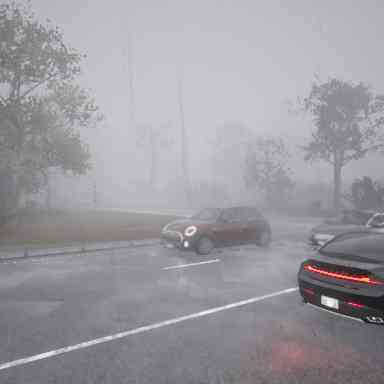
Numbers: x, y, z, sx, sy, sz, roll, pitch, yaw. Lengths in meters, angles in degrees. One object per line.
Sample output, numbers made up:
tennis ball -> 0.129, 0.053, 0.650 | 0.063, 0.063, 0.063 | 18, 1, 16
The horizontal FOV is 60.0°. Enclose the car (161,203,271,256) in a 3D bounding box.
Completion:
car -> 1.024, 1.352, 13.294 | 4.553, 1.767, 2.097 | 0, 0, -35

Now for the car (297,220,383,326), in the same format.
car -> 4.172, 1.505, 6.694 | 4.892, 1.490, 1.837 | 0, 0, -35

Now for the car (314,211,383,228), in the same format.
car -> 6.497, 1.491, 12.874 | 4.902, 1.511, 2.128 | 0, 0, -35
